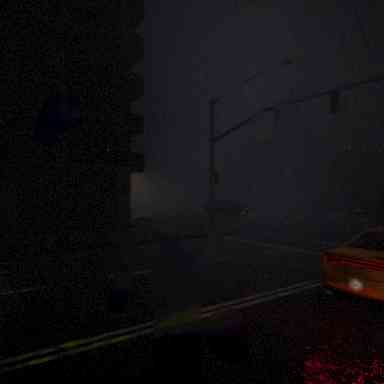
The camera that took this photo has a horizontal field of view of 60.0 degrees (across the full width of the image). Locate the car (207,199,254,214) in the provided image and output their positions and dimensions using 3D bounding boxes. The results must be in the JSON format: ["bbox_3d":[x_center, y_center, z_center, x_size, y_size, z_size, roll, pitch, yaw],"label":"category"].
[{"bbox_3d":[4.034,1.520,36.033,2.033,1.411,5.357,0,0,-35],"label":"car"}]

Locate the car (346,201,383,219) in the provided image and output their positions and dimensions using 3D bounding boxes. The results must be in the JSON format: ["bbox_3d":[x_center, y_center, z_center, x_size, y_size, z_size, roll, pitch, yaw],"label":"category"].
[{"bbox_3d":[14.337,1.462,26.375,2.128,1.511,4.902,0,0,-12],"label":"car"}]

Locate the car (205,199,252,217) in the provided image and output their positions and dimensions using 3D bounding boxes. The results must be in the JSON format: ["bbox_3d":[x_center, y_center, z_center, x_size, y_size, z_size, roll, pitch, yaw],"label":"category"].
[{"bbox_3d":[3.161,1.466,31.186,2.128,1.511,4.902,0,0,-35],"label":"car"}]

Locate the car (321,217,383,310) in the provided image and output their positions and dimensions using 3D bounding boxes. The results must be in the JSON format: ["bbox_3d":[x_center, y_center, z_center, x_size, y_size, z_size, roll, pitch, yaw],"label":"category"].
[{"bbox_3d":[4.893,1.469,7.255,5.008,1.535,1.882,0,0,-35],"label":"car"}]
